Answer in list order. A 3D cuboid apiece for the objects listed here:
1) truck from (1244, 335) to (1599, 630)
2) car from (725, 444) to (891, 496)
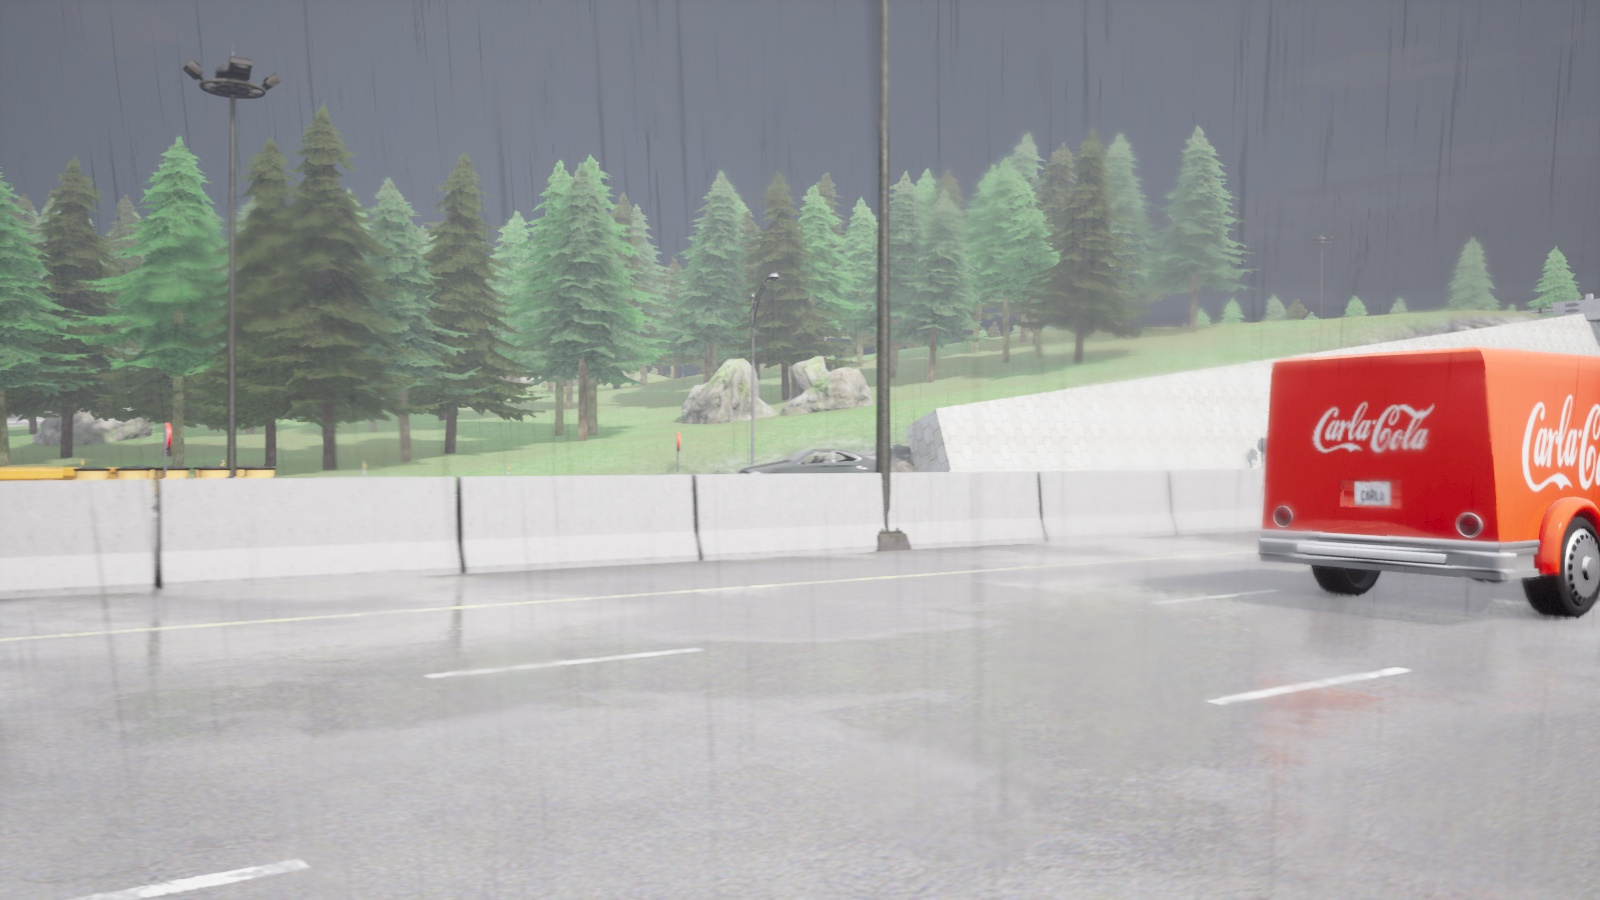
[{"bbox_3d":[7.364,0.275,13.051,5.204,2.467,2.627,0,0,-35],"label":"truck"},{"bbox_3d":[0.252,0.624,41.197,5.027,1.651,2.152,0,0,-18],"label":"car"}]
